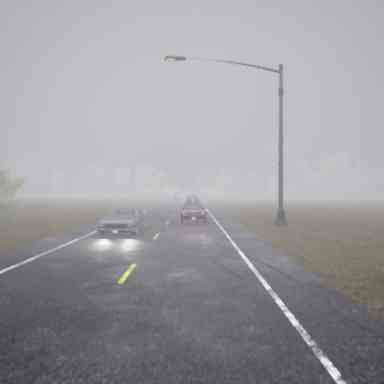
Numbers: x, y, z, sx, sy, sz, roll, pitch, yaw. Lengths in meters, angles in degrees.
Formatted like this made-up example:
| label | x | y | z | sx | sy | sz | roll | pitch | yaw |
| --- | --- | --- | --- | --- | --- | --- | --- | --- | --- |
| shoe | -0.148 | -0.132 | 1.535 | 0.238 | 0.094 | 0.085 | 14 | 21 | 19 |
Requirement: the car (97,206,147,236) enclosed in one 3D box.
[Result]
| label | x | y | z | sx | sy | sz | roll | pitch | yaw |
| --- | --- | --- | --- | --- | --- | --- | --- | --- | --- |
| car | -3.593 | 1.458 | 18.166 | 2.033 | 1.411 | 5.357 | 0 | 0 | 0 |

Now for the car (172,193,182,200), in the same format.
| label | x | y | z | sx | sy | sz | roll | pitch | yaw |
| --- | --- | --- | --- | --- | --- | --- | --- | --- | --- |
| car | -3.473 | 0.976 | 75.681 | 2.097 | 1.767 | 4.553 | 0 | 0 | 0 |

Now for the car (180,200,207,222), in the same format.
| label | x | y | z | sx | sy | sz | roll | pitch | yaw |
| --- | --- | --- | --- | --- | --- | --- | --- | --- | --- |
| car | 0.108 | 1.479 | 24.636 | 1.895 | 1.301 | 4.718 | 0 | 0 | 0 |

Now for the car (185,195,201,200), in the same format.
| label | x | y | z | sx | sy | sz | roll | pitch | yaw |
| --- | --- | --- | --- | --- | --- | --- | --- | --- | --- |
| car | 0.116 | 1.131 | 44.324 | 2.097 | 1.767 | 4.553 | 0 | 0 | 0 |
